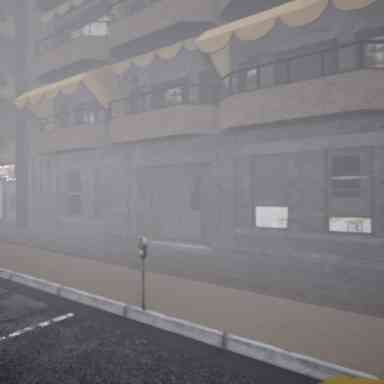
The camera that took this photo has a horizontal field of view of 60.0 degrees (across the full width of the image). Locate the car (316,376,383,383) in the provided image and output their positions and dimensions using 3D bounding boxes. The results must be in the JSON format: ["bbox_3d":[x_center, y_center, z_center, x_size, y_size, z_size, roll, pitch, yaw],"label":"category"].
[{"bbox_3d":[2.549,1.537,1.079,4.829,1.417,1.752,1,0,35],"label":"car"}]
